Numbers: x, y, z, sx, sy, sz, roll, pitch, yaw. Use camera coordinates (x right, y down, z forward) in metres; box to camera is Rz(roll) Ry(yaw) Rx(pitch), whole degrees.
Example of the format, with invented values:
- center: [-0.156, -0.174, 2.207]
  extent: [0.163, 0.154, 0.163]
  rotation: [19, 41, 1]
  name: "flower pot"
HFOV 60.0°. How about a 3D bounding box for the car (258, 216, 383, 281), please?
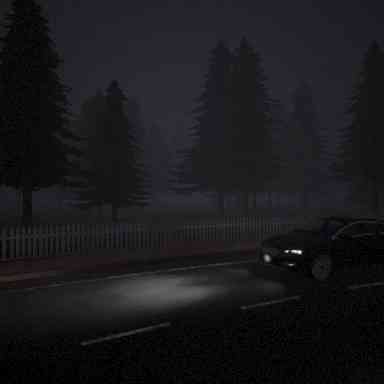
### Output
- center: [4.269, 1.486, 9.706]
  extent: [4.902, 1.511, 2.128]
  rotation: [0, 0, -22]
  name: "car"
